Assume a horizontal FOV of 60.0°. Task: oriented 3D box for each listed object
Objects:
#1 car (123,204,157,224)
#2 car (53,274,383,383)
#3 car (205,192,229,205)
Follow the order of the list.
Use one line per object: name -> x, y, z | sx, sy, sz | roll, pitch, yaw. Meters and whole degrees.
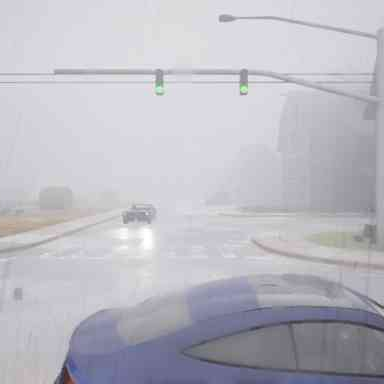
car -> -3.679, 1.526, 23.975 | 1.895, 1.301, 4.718 | 0, 0, 0
car -> 1.167, 1.557, 3.040 | 4.674, 1.442, 1.812 | 0, 0, 1
car -> 3.946, 1.000, 52.590 | 1.905, 1.878, 3.866 | -8, 4, -42
